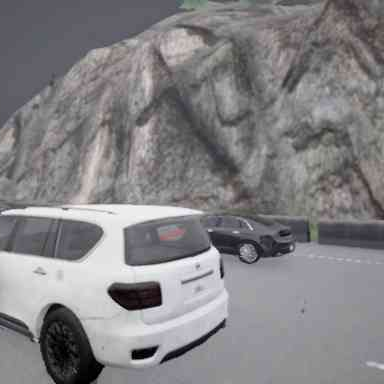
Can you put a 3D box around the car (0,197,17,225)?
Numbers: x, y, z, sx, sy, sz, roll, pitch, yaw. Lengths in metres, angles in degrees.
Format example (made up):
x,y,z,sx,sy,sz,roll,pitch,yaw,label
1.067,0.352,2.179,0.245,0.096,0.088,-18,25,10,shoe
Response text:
x,y,z,sx,sy,sz,roll,pitch,yaw,label
-14.203,1.221,22.731,4.553,1.767,2.097,1,0,36,car

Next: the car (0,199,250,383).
x,y,z,sx,sy,sz,roll,pitch,yaw,label
-2.104,1.212,5.495,5.566,2.045,2.150,0,0,36,car

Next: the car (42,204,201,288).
x,y,z,sx,sy,sz,roll,pitch,yaw,label
-2.206,1.336,9.868,4.553,1.767,2.097,0,0,36,car

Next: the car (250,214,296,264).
x,y,z,sx,sy,sz,roll,pitch,yaw,label
1.128,1.493,11.789,4.892,1.490,1.837,0,0,36,car
